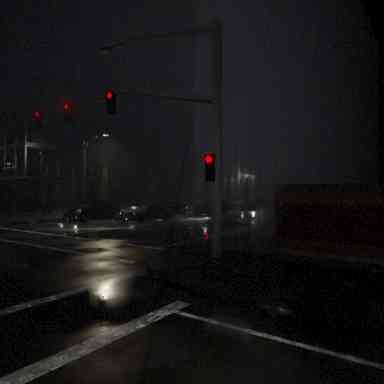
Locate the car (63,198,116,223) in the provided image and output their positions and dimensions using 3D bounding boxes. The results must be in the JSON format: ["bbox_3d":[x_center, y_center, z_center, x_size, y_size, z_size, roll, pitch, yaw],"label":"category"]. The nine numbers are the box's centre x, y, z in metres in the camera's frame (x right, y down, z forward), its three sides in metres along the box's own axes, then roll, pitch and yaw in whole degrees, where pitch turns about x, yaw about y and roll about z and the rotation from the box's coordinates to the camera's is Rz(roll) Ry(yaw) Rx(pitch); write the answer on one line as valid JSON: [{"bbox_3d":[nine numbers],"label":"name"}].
[{"bbox_3d":[-7.748,1.407,26.047,2.097,1.767,4.553,0,0,36],"label":"car"}]

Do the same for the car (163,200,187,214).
[{"bbox_3d":[-2.425,1.560,33.475,1.837,1.490,4.892,0,0,36],"label":"car"}]

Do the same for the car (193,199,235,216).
[{"bbox_3d":[2.039,1.533,33.693,1.882,1.535,5.008,0,0,35],"label":"car"}]

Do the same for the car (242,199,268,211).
[{"bbox_3d":[8.015,1.581,42.007,1.812,1.442,4.674,0,0,36],"label":"car"}]

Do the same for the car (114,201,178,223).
[{"bbox_3d":[-3.483,1.656,25.994,1.895,1.301,4.718,0,0,36],"label":"car"}]

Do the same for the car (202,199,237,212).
[{"bbox_3d":[3.537,1.603,41.789,2.033,1.411,5.357,0,0,35],"label":"car"}]
